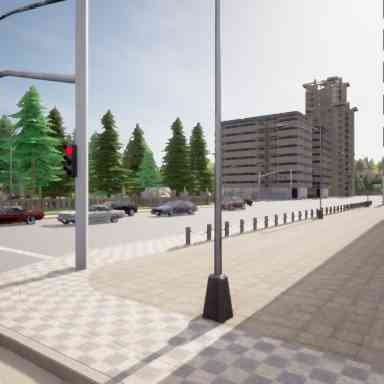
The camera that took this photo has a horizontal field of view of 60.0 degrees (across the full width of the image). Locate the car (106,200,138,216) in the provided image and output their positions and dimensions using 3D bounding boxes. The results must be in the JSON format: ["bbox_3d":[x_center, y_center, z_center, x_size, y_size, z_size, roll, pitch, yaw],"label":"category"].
[{"bbox_3d":[-7.096,1.478,29.890,1.882,1.535,5.008,0,0,36],"label":"car"}]

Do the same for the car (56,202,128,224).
[{"bbox_3d":[-7.162,1.601,23.773,1.895,1.301,4.718,0,0,36],"label":"car"}]

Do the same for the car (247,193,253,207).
[{"bbox_3d":[7.086,1.225,49.630,2.150,2.045,5.566,0,0,36],"label":"car"}]

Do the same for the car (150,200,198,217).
[{"bbox_3d":[-1.547,1.547,31.633,2.033,1.411,5.357,0,0,36],"label":"car"}]

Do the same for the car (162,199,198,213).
[{"bbox_3d":[-1.341,1.564,37.954,1.994,1.385,4.181,0,0,35],"label":"car"}]

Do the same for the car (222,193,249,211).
[{"bbox_3d":[4.538,1.352,40.137,2.097,1.767,4.553,0,0,36],"label":"car"}]

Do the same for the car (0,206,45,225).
[{"bbox_3d":[-12.588,1.601,22.276,1.895,1.301,4.718,0,0,37],"label":"car"}]
